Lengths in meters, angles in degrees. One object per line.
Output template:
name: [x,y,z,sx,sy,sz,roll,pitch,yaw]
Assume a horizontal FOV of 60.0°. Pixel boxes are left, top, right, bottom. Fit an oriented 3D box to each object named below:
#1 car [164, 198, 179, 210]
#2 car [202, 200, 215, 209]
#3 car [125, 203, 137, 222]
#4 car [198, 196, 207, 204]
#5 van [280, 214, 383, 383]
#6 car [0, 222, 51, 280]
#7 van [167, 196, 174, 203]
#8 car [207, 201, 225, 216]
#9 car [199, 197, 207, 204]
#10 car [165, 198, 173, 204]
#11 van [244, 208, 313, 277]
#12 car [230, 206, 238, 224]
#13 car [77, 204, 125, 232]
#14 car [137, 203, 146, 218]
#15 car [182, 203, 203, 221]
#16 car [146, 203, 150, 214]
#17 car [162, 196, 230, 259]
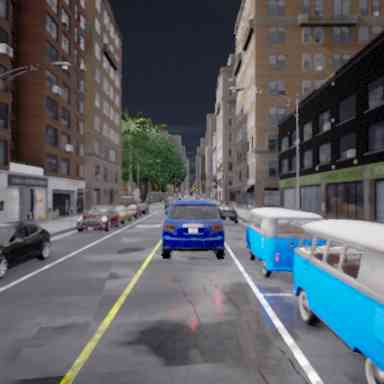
car: [-3.093,1.769,51.032,2.097,1.767,4.553,0,0,0]
car: [2.645,2.013,54.246,1.947,1.339,4.313,0,-1,0]
car: [-5.867,1.732,26.549,1.752,1.417,4.829,0,0,0]
car: [2.630,2.060,86.219,2.192,1.841,5.009,0,-1,0]
van: [2.671,1.376,4.681,1.690,1.788,3.998,0,0,0]
car: [-5.859,1.642,10.192,1.947,1.339,4.313,0,0,0]
van: [-5.898,2.137,91.639,1.690,1.788,3.998,0,-1,0]
car: [2.653,1.828,37.894,1.752,1.417,4.829,0,-1,0]
car: [2.632,2.135,80.810,1.967,1.590,4.097,0,-1,0]
car: [-5.896,2.311,86.230,1.947,1.339,4.313,0,-1,0]
van: [2.667,1.417,10.188,1.690,1.788,3.998,0,0,0]
car: [2.659,1.759,26.709,2.008,1.369,4.403,0,0,0]
car: [-5.864,1.604,21.210,1.967,1.590,4.097,0,0,0]
car: [-5.870,1.836,32.227,1.802,1.307,4.206,0,0,0]
car: [0.063,1.764,30.361,1.812,1.442,4.674,0,0,0]
car: [-5.873,1.867,37.735,1.947,1.339,4.313,0,0,0]
car: [0.059,1.324,13.250,2.150,2.045,5.566,0,0,0]
